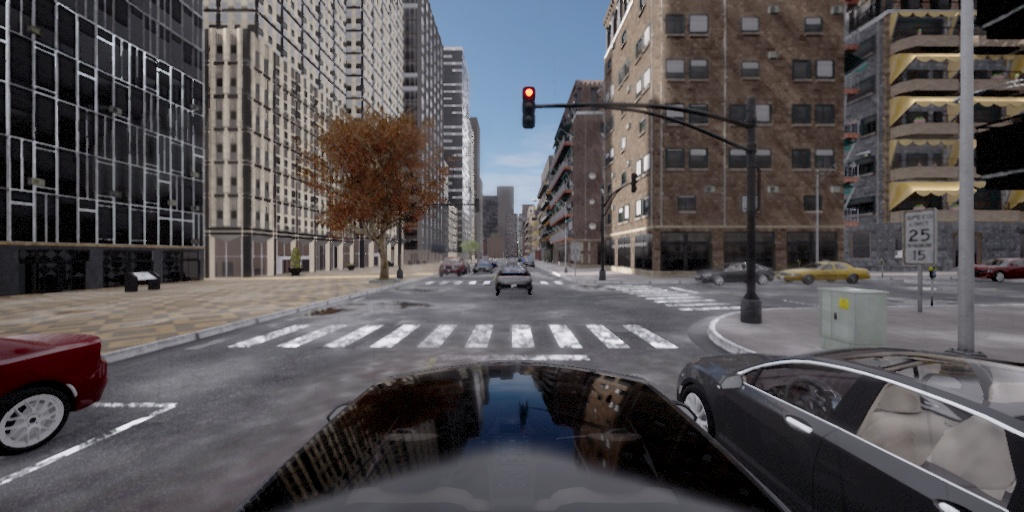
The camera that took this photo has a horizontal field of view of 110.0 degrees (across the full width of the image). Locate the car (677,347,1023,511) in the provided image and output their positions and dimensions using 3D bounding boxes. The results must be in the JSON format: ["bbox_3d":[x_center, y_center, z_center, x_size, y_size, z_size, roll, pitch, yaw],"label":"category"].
[{"bbox_3d":[2.689,1.299,2.347,2.007,1.370,4.403,0,0,0],"label":"car"}]

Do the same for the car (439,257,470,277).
[{"bbox_3d":[-5.687,1.000,34.735,2.192,1.841,5.009,0,0,0],"label":"car"}]

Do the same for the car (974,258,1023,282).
[{"bbox_3d":[30.139,0.810,21.928,4.507,1.381,1.888,0,0,-1],"label":"car"}]

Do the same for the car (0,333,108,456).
[{"bbox_3d":[-5.691,1.293,2.348,1.888,1.381,4.507,0,0,0],"label":"car"}]

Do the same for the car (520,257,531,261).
[{"bbox_3d":[2.697,1.217,56.825,1.948,1.339,4.313,0,0,0],"label":"car"}]

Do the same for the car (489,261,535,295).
[{"bbox_3d":[0.096,1.203,19.511,2.128,1.511,4.902,0,0,0],"label":"car"}]

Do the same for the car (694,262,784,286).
[{"bbox_3d":[13.438,1.047,21.761,4.403,1.370,2.007,0,0,-1],"label":"car"}]

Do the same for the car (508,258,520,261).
[{"bbox_3d":[0.007,1.191,64.056,2.033,1.411,5.357,0,0,0],"label":"car"}]

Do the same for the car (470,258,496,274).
[{"bbox_3d":[-3.091,1.242,39.020,1.994,1.385,4.181,0,0,0],"label":"car"}]

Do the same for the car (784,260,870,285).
[{"bbox_3d":[18.835,0.945,21.815,4.829,1.417,1.751,0,0,-1],"label":"car"}]
